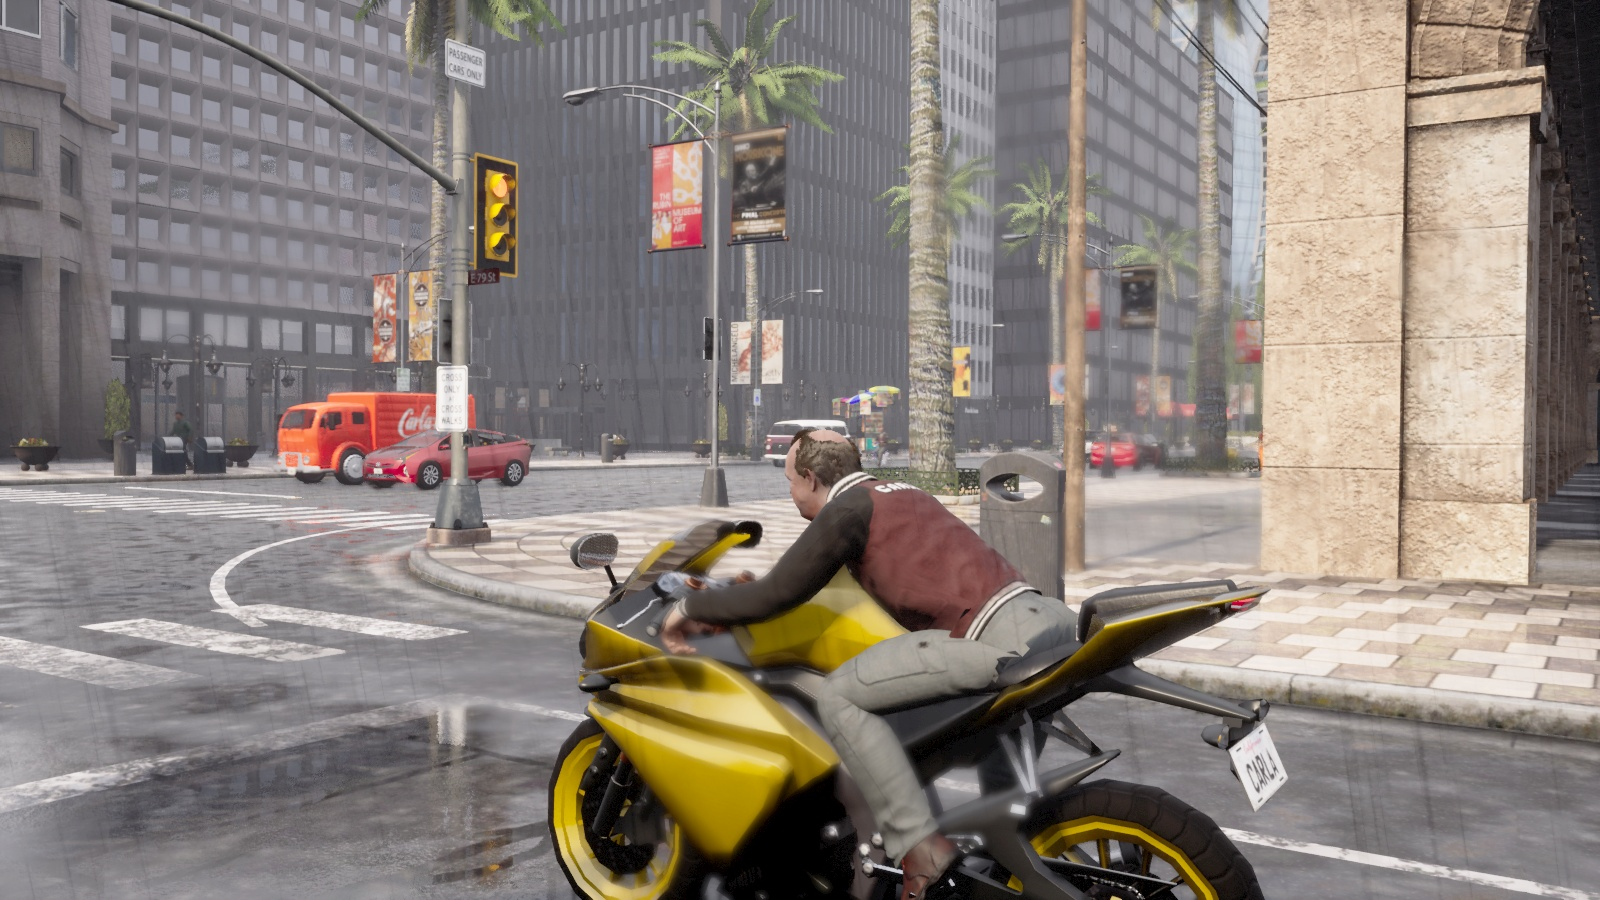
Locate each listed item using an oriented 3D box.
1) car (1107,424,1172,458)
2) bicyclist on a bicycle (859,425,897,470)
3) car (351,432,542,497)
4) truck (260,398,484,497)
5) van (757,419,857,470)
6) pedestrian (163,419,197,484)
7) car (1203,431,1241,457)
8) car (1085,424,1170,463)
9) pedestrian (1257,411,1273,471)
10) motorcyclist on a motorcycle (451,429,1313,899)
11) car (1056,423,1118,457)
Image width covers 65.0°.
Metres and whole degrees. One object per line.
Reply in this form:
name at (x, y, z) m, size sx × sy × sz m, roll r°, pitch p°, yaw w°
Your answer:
car at (18.330, -0.500, 67.643) m, size 2.097 × 1.767 × 4.553 m, roll 0°, pitch 1°, yaw 33°
bicyclist on a bicycle at (3.162, -0.119, 50.735) m, size 0.659 × 1.776 × 1.843 m, roll 0°, pitch 1°, yaw 34°
car at (-8.995, 0.318, 32.343) m, size 2.007 × 1.525 × 4.514 m, roll 0°, pitch 1°, yaw 33°
truck at (-11.673, -0.143, 34.612) m, size 2.627 × 2.467 × 5.204 m, roll 0°, pitch 2°, yaw 35°
van at (0.353, -0.270, 52.830) m, size 2.069 × 2.038 × 4.480 m, roll 0°, pitch 1°, yaw 34°
pedestrian at (-18.666, 0.041, 37.795) m, size 0.423 × 1.949 × 0.788 m, roll 0°, pitch 1°, yaw 26°
car at (23.004, -0.356, 68.435) m, size 1.481 × 1.376 × 2.207 m, roll 0°, pitch 1°, yaw 33°
car at (14.412, -0.307, 55.108) m, size 2.242 × 1.667 × 4.611 m, roll 0°, pitch 1°, yaw 33°
pedestrian at (14.371, -0.272, 38.795) m, size 0.345 × 1.836 × 0.594 m, roll 0°, pitch 1°, yaw 33°
motorcyclist on a motorcycle at (0.146, 0.718, 3.421) m, size 2.191 × 1.530 × 0.866 m, roll 0°, pitch 1°, yaw 33°
car at (16.231, -0.566, 70.847) m, size 1.932 × 1.855 × 4.605 m, roll 0°, pitch 1°, yaw 33°
